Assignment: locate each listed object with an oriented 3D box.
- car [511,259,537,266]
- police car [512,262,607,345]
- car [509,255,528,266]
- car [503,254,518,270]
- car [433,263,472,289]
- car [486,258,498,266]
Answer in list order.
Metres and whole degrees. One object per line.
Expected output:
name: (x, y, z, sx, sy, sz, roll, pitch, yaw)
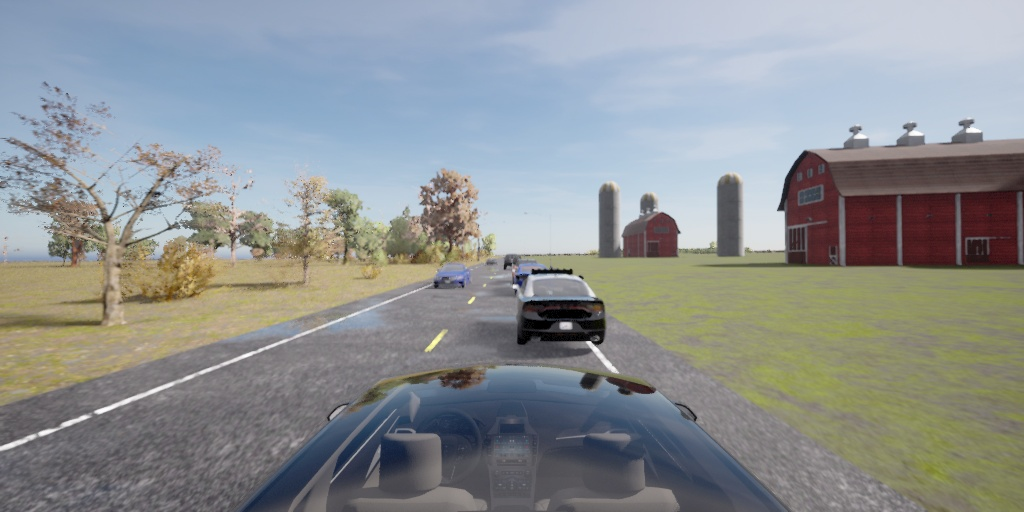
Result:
car: (1.045, 1.139, 19.442, 1.882, 1.535, 5.008, 0, 0, 0)
police car: (1.048, 1.137, 9.552, 1.930, 1.638, 5.238, 0, 0, 0)
car: (1.043, 0.981, 25.412, 2.097, 1.767, 4.553, 0, 0, 0)
car: (0.010, 0.728, 47.663, 2.150, 2.045, 5.566, 0, 0, 1)
car: (-3.603, 1.171, 22.414, 1.812, 1.442, 4.674, 0, 0, 0)
car: (-3.559, 0.982, 63.791, 1.994, 1.385, 4.181, 0, 0, 1)
